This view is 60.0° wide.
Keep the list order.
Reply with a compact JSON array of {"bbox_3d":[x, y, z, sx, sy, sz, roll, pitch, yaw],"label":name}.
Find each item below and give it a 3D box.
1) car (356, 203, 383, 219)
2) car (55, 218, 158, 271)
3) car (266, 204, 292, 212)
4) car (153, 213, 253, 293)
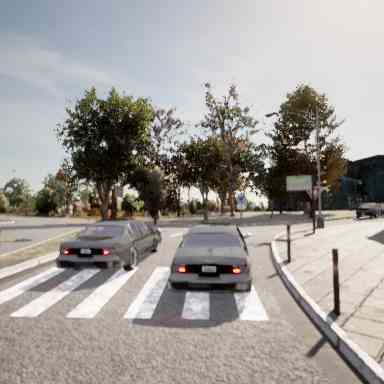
[{"bbox_3d":[18.448,1.899,33.925,4.892,1.490,1.837,0,-2,-41],"label":"car"},{"bbox_3d":[-2.399,1.578,11.001,2.033,1.411,5.357,-1,0,7],"label":"car"},{"bbox_3d":[19.213,3.634,73.496,5.566,2.045,2.150,-4,-6,41],"label":"car"},{"bbox_3d":[0.600,1.544,8.979,2.033,1.411,5.357,-1,0,6],"label":"car"}]
